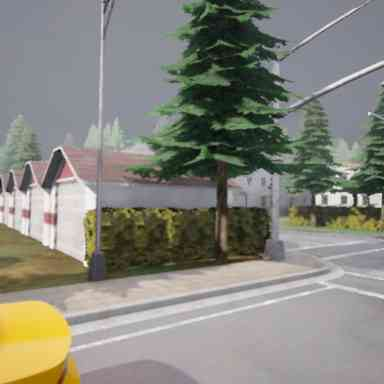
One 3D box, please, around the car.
[{"bbox_3d":[-3.198,1.407,1.719,5.008,1.535,1.882,3,-1,-35],"label":"car"}]
